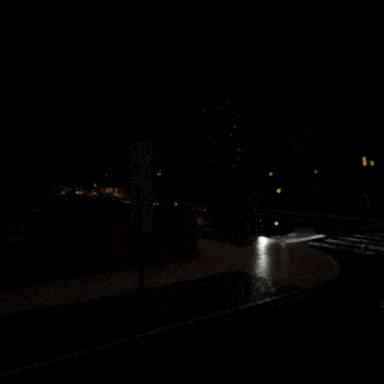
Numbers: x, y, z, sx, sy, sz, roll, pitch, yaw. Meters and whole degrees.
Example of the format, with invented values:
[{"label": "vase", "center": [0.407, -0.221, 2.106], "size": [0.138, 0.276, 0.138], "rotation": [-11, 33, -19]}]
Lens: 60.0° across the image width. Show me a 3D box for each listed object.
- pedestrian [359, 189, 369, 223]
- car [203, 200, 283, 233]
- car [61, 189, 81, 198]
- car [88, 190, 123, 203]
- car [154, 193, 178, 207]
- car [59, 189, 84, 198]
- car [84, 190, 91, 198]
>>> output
[{"label": "pedestrian", "center": [9.395, 0.748, 18.133], "size": [0.375, 1.860, 0.375], "rotation": [-1, 0, -34]}, {"label": "car", "center": [2.590, 1.208, 17.778], "size": [1.837, 1.490, 4.892], "rotation": [-2, 2, -36]}, {"label": "car", "center": [-20.657, 0.223, 56.702], "size": [2.128, 1.511, 4.902], "rotation": [-2, 2, -34]}, {"label": "car", "center": [-8.737, 0.826, 34.208], "size": [1.812, 1.442, 4.674], "rotation": [-2, 2, -34]}, {"label": "car", "center": [-2.933, 0.858, 25.733], "size": [2.097, 1.767, 4.553], "rotation": [-2, 2, -35]}, {"label": "car", "center": [-17.319, 0.550, 46.819], "size": [2.033, 1.411, 5.357], "rotation": [-2, 2, -34]}, {"label": "car", "center": [-14.638, 0.477, 47.977], "size": [2.033, 1.411, 5.357], "rotation": [-2, 2, -35]}]
